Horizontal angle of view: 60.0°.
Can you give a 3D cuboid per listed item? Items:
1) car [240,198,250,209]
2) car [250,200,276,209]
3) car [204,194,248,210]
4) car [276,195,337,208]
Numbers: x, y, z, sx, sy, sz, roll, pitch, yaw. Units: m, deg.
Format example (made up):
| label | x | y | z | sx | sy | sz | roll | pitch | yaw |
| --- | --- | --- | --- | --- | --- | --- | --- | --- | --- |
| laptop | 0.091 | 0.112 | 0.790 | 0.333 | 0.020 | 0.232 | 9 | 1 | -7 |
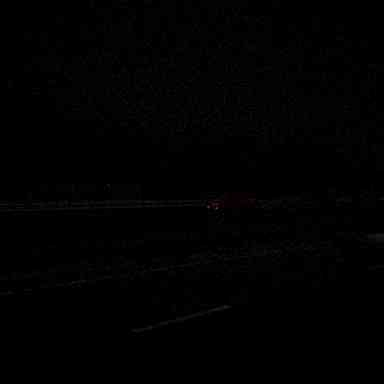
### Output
| label | x | y | z | sx | sy | sz | roll | pitch | yaw |
| --- | --- | --- | --- | --- | --- | --- | --- | --- | --- |
| car | 7.567 | 1.587 | 35.179 | 4.181 | 1.385 | 1.994 | 0 | 0 | -35 |
| car | 8.118 | 1.497 | 31.276 | 5.008 | 1.535 | 1.882 | 0 | 0 | -35 |
| car | 4.006 | 1.240 | 36.941 | 5.566 | 2.045 | 2.150 | 0 | 0 | -35 |
| car | 10.122 | 1.241 | 28.407 | 5.566 | 2.045 | 2.150 | 0 | 0 | -35 |
